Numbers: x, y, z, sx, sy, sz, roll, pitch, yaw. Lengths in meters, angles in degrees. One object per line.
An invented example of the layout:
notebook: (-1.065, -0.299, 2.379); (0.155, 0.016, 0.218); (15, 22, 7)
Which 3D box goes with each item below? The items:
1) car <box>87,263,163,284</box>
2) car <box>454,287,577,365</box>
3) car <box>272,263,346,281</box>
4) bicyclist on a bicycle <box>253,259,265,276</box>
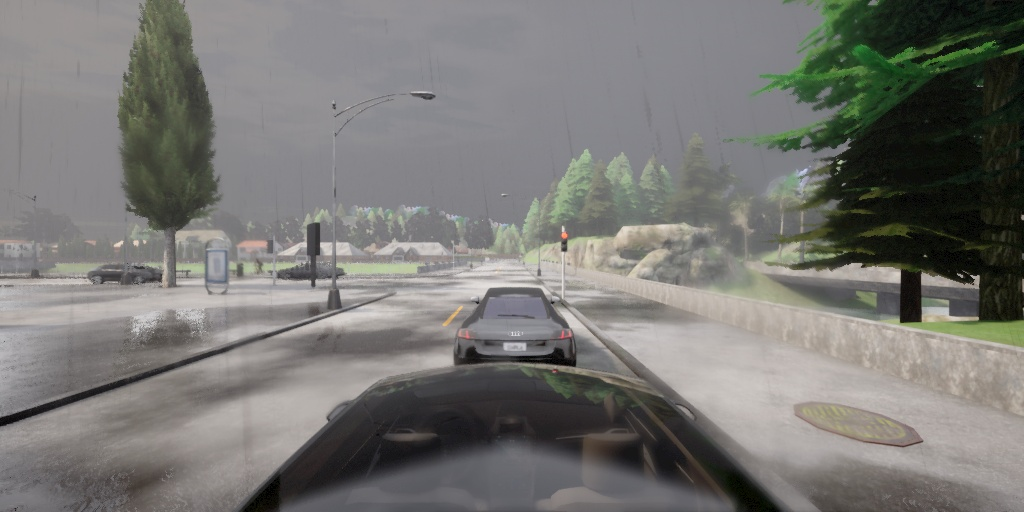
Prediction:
car: (-27.338, 1.254, 25.742); (4.892, 1.490, 1.837); (0, 0, 0)
car: (0.063, 1.314, 7.318); (1.994, 1.385, 4.181); (0, 0, 0)
car: (-16.870, 1.297, 30.031); (5.357, 1.411, 2.033); (0, 0, -1)
bicyclist on a bicycle: (-24.104, 1.099, 34.140); (0.582, 1.620, 1.656); (0, 0, 0)
